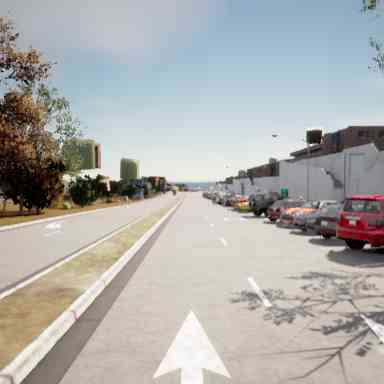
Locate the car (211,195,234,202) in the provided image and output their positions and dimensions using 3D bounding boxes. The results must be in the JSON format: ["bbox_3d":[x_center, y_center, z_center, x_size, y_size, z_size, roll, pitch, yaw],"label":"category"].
[{"bbox_3d":[7.493,1.667,81.470,5.366,1.575,1.946,1,0,-21],"label":"car"}]

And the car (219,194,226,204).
[{"bbox_3d":[7.589,1.547,57.383,4.553,1.767,2.185,1,0,-21],"label":"car"}]

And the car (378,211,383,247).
[{"bbox_3d":[8.195,1.438,9.426,5.366,1.575,1.946,1,0,-21],"label":"car"}]

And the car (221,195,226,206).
[{"bbox_3d":[7.608,1.628,51.371,5.008,1.535,2.097,1,-1,-21],"label":"car"}]

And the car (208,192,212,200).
[{"bbox_3d":[7.358,1.449,75.374,5.566,2.045,2.435,1,1,-21],"label":"car"}]

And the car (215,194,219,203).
[{"bbox_3d":[7.523,1.730,63.395,4.792,1.488,2.163,1,0,-21],"label":"car"}]

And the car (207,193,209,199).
[{"bbox_3d":[7.237,1.655,87.391,4.792,1.488,2.163,1,1,-21],"label":"car"}]

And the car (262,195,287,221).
[{"bbox_3d":[7.850,1.332,24.357,4.553,1.767,2.185,1,-1,-21],"label":"car"}]

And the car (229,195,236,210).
[{"bbox_3d":[7.559,1.525,39.298,5.366,1.575,1.946,1,0,-21],"label":"car"}]

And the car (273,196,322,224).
[{"bbox_3d":[7.942,1.326,21.372,4.553,1.767,2.185,1,0,-21],"label":"car"}]

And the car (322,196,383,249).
[{"bbox_3d":[8.024,1.189,12.374,5.566,2.045,2.435,1,0,-21],"label":"car"}]

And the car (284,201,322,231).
[{"bbox_3d":[7.945,1.448,18.361,4.892,1.521,2.231,1,0,-21],"label":"car"}]

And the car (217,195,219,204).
[{"bbox_3d":[7.530,1.732,60.370,4.674,1.452,2.002,1,0,-21],"label":"car"}]

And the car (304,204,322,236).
[{"bbox_3d":[7.992,1.472,15.377,4.792,1.488,2.163,1,0,-21],"label":"car"}]

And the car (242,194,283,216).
[{"bbox_3d":[7.848,1.229,30.384,5.566,2.045,2.435,1,-1,-21],"label":"car"}]

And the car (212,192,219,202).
[{"bbox_3d":[7.497,1.457,66.395,5.566,2.045,2.435,1,0,-21],"label":"car"}]

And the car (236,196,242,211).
[{"bbox_3d":[7.934,1.512,36.435,5.366,1.575,1.946,1,-1,-21],"label":"car"}]

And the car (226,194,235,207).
[{"bbox_3d":[7.683,1.303,42.353,5.566,2.045,2.435,1,0,-21],"label":"car"}]
